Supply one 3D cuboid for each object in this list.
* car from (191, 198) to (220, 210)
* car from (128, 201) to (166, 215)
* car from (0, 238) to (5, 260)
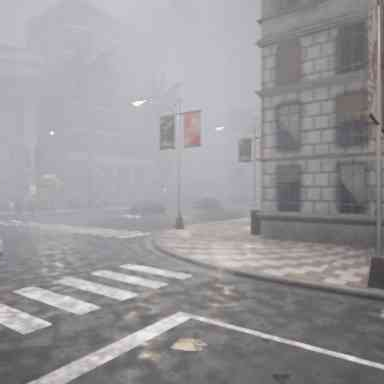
[{"bbox_3d":[1.778,1.514,42.930,2.128,1.511,4.902,0,0,37],"label":"car"},{"bbox_3d":[-4.560,1.591,34.383,1.994,1.385,4.181,0,0,37],"label":"car"},{"bbox_3d":[-7.553,1.616,10.855,1.895,1.301,4.718,0,0,-39],"label":"car"}]
